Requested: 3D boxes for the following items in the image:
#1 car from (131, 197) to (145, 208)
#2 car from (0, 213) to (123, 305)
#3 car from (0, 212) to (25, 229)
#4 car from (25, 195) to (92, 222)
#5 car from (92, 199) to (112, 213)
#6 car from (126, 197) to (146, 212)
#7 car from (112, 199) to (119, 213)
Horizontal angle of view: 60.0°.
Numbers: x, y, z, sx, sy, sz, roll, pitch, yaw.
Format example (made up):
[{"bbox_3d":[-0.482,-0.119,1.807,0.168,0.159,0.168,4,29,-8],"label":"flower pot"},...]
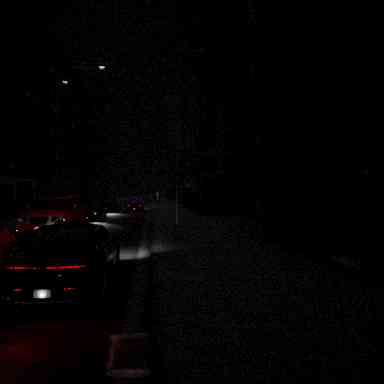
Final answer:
[{"bbox_3d":[-7.841,1.472,48.648,1.812,1.442,4.674,0,0,-7],"label":"car"},{"bbox_3d":[-2.861,1.491,8.093,1.837,1.490,4.892,0,0,-7],"label":"car"},{"bbox_3d":[-5.584,1.323,7.124,2.097,1.767,4.553,0,0,-8],"label":"car"},{"bbox_3d":[-6.786,1.181,16.678,2.150,2.045,5.566,0,0,-7],"label":"car"},{"bbox_3d":[-8.033,1.494,26.854,2.033,1.411,5.357,0,0,-7],"label":"car"},{"bbox_3d":[-6.554,1.552,38.542,1.895,1.301,4.718,0,0,-6],"label":"car"},{"bbox_3d":[-9.226,1.483,36.883,2.033,1.411,5.357,0,0,-7],"label":"car"}]
